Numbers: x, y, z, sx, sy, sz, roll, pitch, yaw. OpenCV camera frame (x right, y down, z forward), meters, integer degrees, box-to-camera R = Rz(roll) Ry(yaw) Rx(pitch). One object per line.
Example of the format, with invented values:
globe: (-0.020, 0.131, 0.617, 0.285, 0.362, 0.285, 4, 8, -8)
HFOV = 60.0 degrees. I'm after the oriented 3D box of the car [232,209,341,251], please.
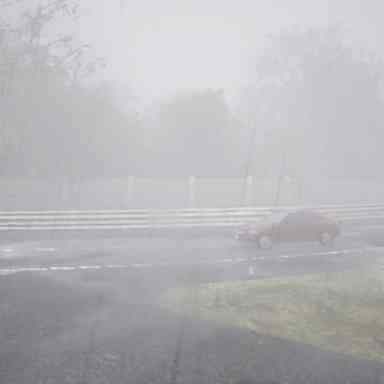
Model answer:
car: (3.925, 1.463, 13.760, 4.674, 1.442, 1.812, -1, 0, -19)
